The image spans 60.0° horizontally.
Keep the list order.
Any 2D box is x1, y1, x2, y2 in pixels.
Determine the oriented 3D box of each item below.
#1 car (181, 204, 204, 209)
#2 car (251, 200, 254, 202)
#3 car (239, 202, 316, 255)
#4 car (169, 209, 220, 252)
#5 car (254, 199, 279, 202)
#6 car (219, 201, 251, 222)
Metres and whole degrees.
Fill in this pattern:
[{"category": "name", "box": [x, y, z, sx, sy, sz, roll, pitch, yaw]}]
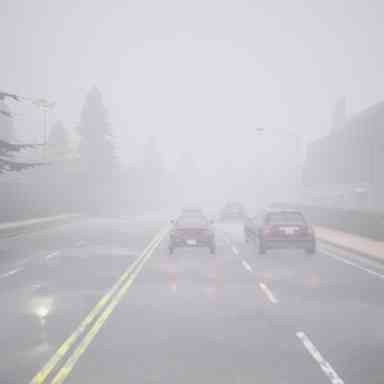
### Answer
[{"category": "car", "box": [0.031, 1.754, 29.468, 1.882, 1.535, 5.008, 0, 0, 1]}, {"category": "car", "box": [14.367, 2.203, 72.515, 4.674, 1.442, 1.812, 0, -1, -35]}, {"category": "car", "box": [3.505, 1.483, 14.083, 2.097, 1.767, 4.553, 0, -1, 0]}, {"category": "car", "box": [0.007, 1.661, 14.366, 1.812, 1.442, 4.674, 0, 0, 0]}, {"category": "car", "box": [16.007, 2.189, 69.362, 5.357, 1.411, 2.033, 0, -1, -39]}, {"category": "car", "box": [3.516, 1.623, 29.078, 2.097, 1.767, 4.553, 0, -1, 0]}]
